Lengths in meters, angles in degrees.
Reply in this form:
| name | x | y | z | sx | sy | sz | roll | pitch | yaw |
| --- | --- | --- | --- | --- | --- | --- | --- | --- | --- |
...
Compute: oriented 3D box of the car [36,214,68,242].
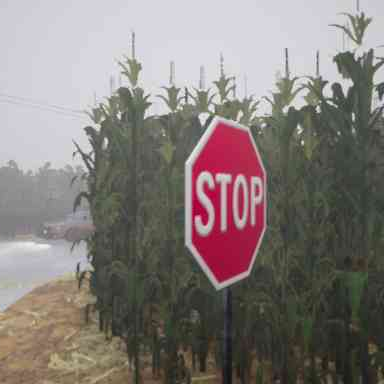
| name | x | y | z | sx | sy | sz | roll | pitch | yaw |
| --- | --- | --- | --- | --- | --- | --- | --- | --- | --- |
| car | -5.226 | 1.555 | 16.098 | 1.994 | 1.385 | 4.181 | 0 | 0 | 36 |
